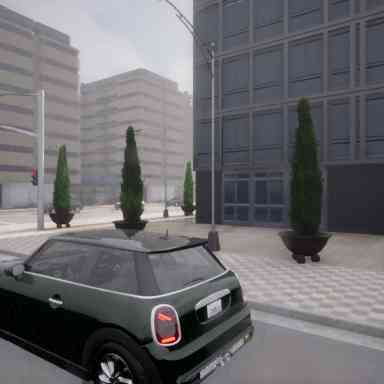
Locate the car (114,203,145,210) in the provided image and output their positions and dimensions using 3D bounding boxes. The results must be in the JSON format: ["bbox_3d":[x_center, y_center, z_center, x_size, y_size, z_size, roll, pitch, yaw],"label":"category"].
[{"bbox_3d":[-8.198,1.581,44.321,1.812,1.442,4.674,0,0,35],"label":"car"}]

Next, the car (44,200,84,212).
[{"bbox_3d":[-14.093,1.560,35.981,1.837,1.490,4.892,0,0,35],"label":"car"}]

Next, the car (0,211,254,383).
[{"bbox_3d":[-1.472,1.352,5.043,4.553,1.767,2.097,0,0,35],"label":"car"}]

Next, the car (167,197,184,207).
[{"bbox_3d":[-2.250,1.560,52.741,1.837,1.490,4.892,0,0,35],"label":"car"}]
